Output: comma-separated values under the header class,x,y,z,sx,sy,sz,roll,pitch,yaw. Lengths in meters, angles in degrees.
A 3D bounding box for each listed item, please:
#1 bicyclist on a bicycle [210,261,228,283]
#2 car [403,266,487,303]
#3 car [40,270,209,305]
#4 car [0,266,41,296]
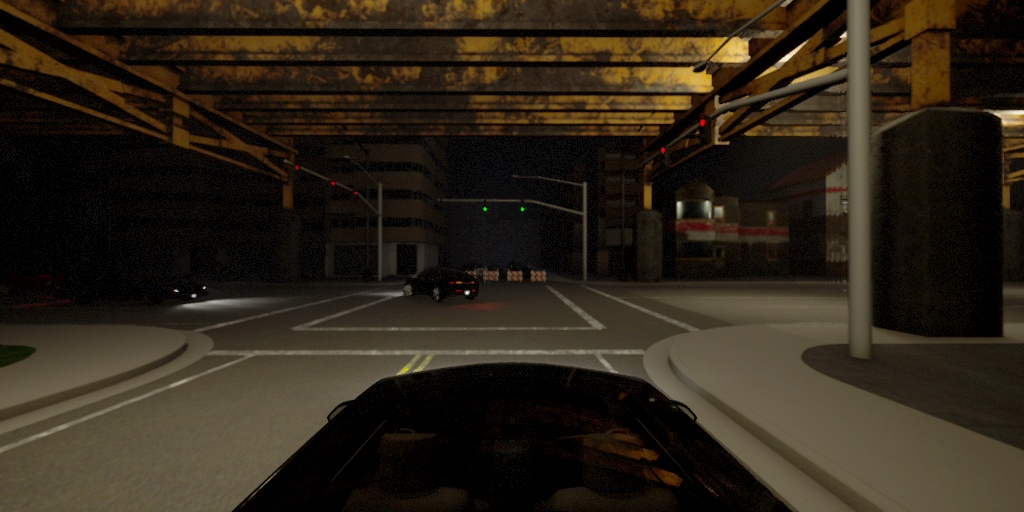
class,x,y,z,sx,sy,sz,roll,pitch,yaw
bicyclist on a bicycle,-21.886,1.176,26.787,0.582,1.620,1.656,0,0,0
car,-3.544,1.332,17.402,1.837,1.490,4.892,3,-2,-41
car,-16.709,1.366,15.833,5.357,1.411,2.033,0,0,0
car,-27.651,1.315,19.472,5.008,1.535,1.882,0,0,0
